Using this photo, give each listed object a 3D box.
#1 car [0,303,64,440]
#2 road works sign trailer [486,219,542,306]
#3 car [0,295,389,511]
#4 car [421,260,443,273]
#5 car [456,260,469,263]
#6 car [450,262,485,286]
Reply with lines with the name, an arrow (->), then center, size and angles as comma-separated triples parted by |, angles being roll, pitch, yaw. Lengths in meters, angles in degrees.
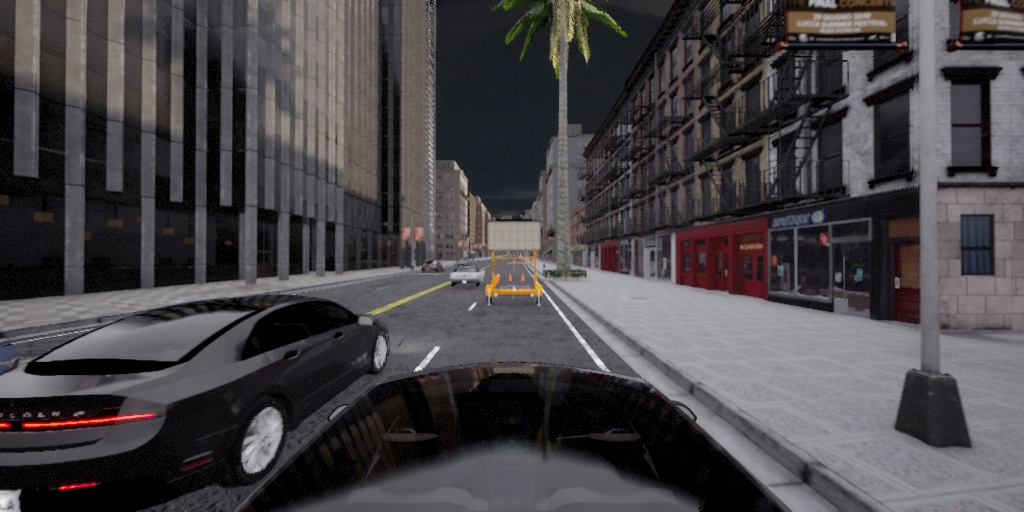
car -> -6.579, 1.299, 1.781 | 2.033, 1.411, 5.357 | 0, 0, 0
road works sign trailer -> 0.098, 0.191, 15.716 | 2.380, 3.560, 2.880 | 0, 0, 1
car -> -3.125, 1.249, 4.592 | 1.837, 1.490, 4.892 | 0, 0, 0
car -> -9.416, 1.204, 42.655 | 1.812, 1.442, 4.674 | 0, 0, 1
car -> -6.137, 1.220, 44.995 | 2.033, 1.411, 5.357 | 0, 0, 1
car -> -2.945, 1.314, 24.673 | 1.895, 1.301, 4.718 | 0, 0, 1
